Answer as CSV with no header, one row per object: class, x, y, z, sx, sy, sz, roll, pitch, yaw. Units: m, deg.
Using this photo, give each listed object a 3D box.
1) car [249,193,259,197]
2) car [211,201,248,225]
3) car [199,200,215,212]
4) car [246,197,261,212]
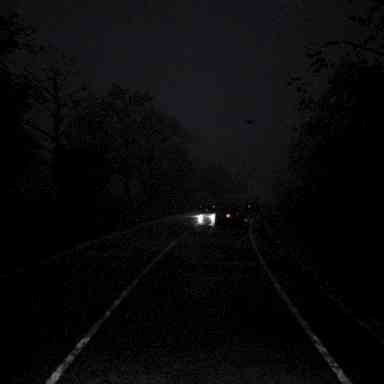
car,14.234,1.166,77.109,2.150,2.045,5.566,1,0,13
car,2.888,1.626,24.915,1.994,1.385,4.181,1,0,11
car,2.203,1.624,37.544,1.895,1.301,4.718,1,0,16
car,7.503,1.709,42.016,1.994,1.385,4.181,2,0,18
